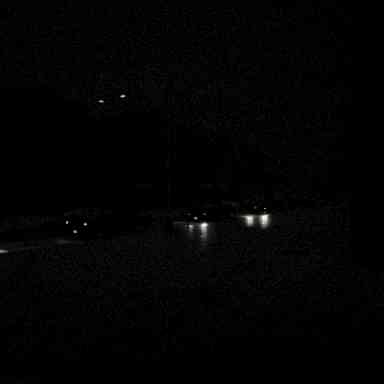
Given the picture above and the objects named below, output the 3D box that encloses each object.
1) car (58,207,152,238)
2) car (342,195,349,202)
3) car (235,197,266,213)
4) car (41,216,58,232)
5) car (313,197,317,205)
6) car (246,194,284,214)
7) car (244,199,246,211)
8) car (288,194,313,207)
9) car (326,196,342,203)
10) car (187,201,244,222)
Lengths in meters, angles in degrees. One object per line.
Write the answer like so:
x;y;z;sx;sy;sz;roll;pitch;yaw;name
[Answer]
-4.359;1.591;17.781;1.895;1.301;4.718;0;0;35;car
36.122;1.518;79.364;1.752;1.417;4.829;0;0;35;car
6.689;1.410;37.779;1.967;1.590;4.097;0;0;35;car
-6.434;1.548;19.236;2.008;1.369;4.403;0;0;35;car
19.815;1.531;56.323;1.947;1.339;4.313;0;0;35;car
7.838;1.187;34.988;2.150;2.045;5.566;0;0;36;car
3.408;1.554;33.143;1.802;1.307;4.206;0;0;35;car
16.533;1.281;51.687;2.192;1.841;5.009;0;0;35;car
29.658;1.540;70.231;1.947;1.339;4.313;0;0;35;car
1.797;1.519;26.476;2.033;1.411;5.357;0;0;35;car
